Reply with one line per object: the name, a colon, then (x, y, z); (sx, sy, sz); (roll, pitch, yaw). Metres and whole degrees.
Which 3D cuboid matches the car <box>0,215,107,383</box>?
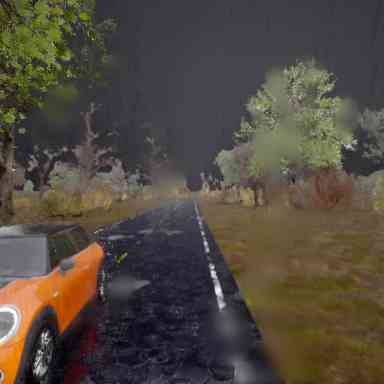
car: (-2.805, 1.355, 5.241); (2.097, 1.767, 4.553); (0, 0, -2)
